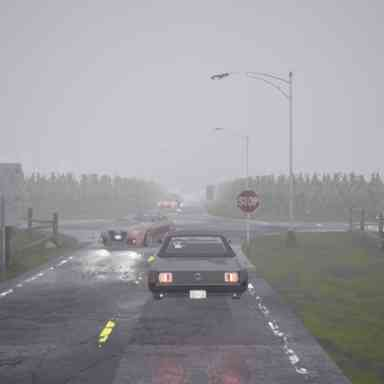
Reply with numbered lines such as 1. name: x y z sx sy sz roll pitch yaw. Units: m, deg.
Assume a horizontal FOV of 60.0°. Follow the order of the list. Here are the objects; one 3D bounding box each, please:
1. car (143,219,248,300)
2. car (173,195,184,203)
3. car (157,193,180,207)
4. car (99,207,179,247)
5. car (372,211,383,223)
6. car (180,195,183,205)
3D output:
1. car: 0.072 1.600 8.358 1.895 1.301 4.718 0 0 -1
2. car: -2.743 1.426 69.476 2.128 1.511 4.902 0 0 0
3. car: -2.843 1.337 38.246 2.097 1.767 4.553 0 0 0
4. car: -2.270 1.562 14.765 1.994 1.385 4.181 0 0 18
5. car: 15.323 1.683 23.929 4.181 1.385 1.994 0 -1 1
6. car: -2.837 1.199 47.941 2.150 2.045 5.566 0 0 0
